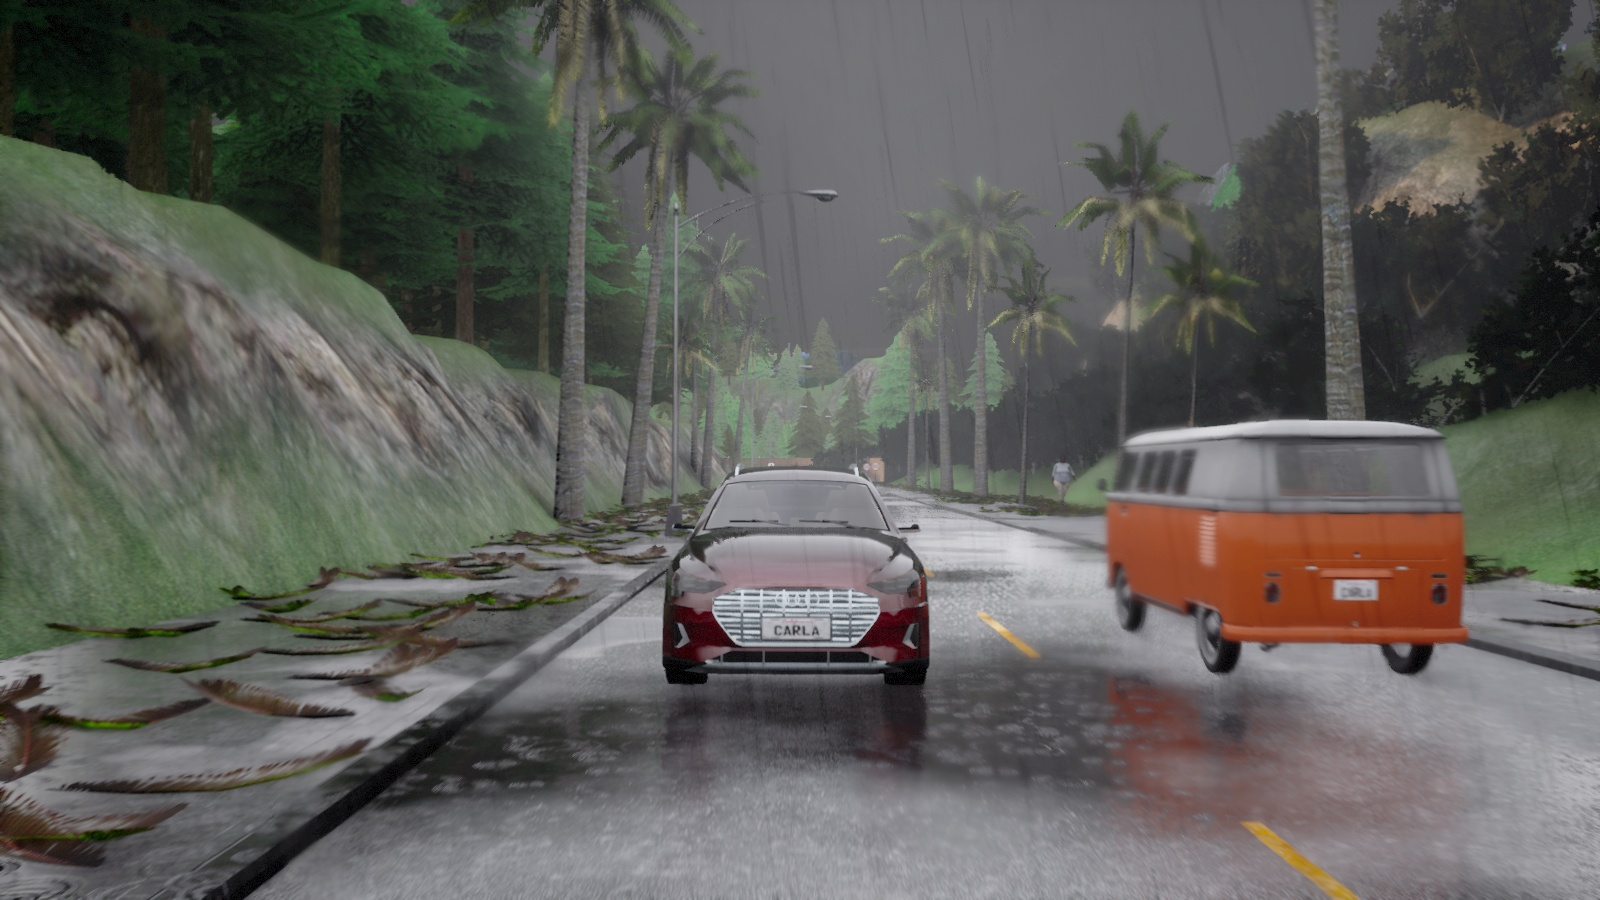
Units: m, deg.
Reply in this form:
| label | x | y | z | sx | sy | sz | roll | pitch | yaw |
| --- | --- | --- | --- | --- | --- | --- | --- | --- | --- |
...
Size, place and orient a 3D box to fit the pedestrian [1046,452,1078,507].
| label | x | y | z | sx | sy | sz | roll | pitch | yaw |
| --- | --- | --- | --- | --- | --- | --- | --- | --- | --- |
| pedestrian | 8.951 | 1.001 | 42.919 | 0.874 | 1.855 | 0.900 | 0 | -1 | 0 |

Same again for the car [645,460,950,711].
| label | x | y | z | sx | sy | sz | roll | pitch | yaw |
| --- | --- | --- | --- | --- | --- | --- | --- | --- | --- |
| car | -0.023 | 0.923 | 10.810 | 2.033 | 1.649 | 4.856 | 0 | 0 | 0 |

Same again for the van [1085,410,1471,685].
| label | x | y | z | sx | sy | sz | roll | pitch | yaw |
| --- | --- | --- | --- | --- | --- | --- | --- | --- | --- |
| van | 3.975 | 0.741 | 11.348 | 1.775 | 1.987 | 4.442 | 0 | -1 | 0 |
